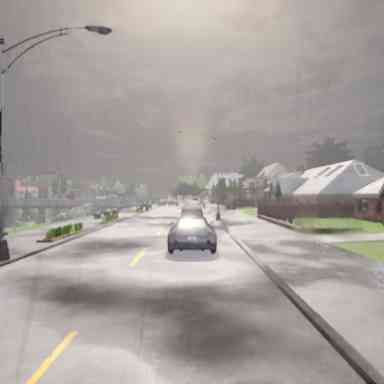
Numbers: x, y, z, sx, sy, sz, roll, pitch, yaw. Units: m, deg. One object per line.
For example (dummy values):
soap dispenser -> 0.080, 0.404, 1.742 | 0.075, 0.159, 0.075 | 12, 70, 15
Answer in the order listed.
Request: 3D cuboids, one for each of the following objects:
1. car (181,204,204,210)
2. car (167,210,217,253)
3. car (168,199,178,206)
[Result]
car -> 0.010, 1.754, 29.476 | 1.882, 1.535, 5.008 | 0, 0, 0
car -> 0.008, 1.699, 14.268 | 1.994, 1.385, 4.181 | 0, 0, 0
car -> -3.989, 2.204, 71.039 | 2.033, 1.411, 5.357 | 0, -1, 0
